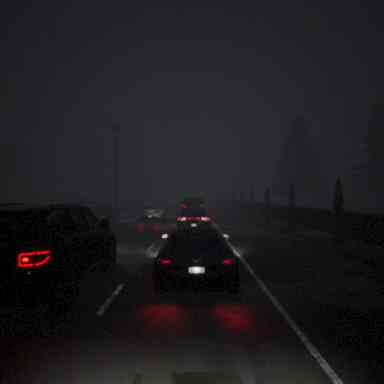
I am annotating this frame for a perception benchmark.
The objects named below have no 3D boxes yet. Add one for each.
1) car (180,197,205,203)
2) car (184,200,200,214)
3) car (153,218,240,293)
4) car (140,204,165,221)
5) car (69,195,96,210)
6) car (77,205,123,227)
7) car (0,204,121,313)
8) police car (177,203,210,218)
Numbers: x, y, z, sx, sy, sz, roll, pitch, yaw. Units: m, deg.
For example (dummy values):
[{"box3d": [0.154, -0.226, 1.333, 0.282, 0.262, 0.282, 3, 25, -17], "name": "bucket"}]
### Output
[{"box3d": [0.083, 1.480, 31.358, 2.150, 2.045, 5.566, 0, -1, 0], "name": "car"}, {"box3d": [-0.065, 1.812, 42.340, 1.801, 1.575, 5.366, 0, 0, -1], "name": "car"}, {"box3d": [0.097, 1.641, 9.061, 1.994, 1.385, 4.181, 0, 0, 0], "name": "car"}, {"box3d": [-3.410, 1.772, 29.351, 1.812, 1.442, 4.674, 0, 0, 0], "name": "car"}, {"box3d": [-14.147, 1.333, 43.293, 2.097, 1.767, 4.553, 0, 0, -2], "name": "car"}, {"box3d": [-6.907, 1.763, 25.674, 2.033, 1.411, 5.357, 0, 0, 0], "name": "car"}, {"box3d": [-3.402, 1.289, 7.956, 2.150, 2.045, 5.566, 0, -1, 0], "name": "car"}, {"box3d": [0.095, 1.671, 20.269, 2.038, 1.542, 4.974, 0, -1, 0], "name": "police car"}]
